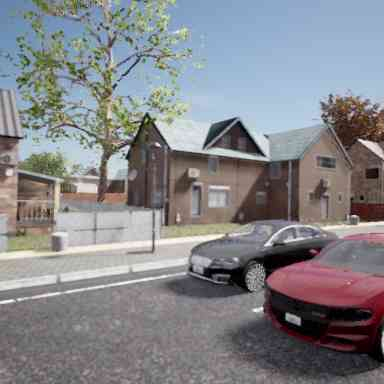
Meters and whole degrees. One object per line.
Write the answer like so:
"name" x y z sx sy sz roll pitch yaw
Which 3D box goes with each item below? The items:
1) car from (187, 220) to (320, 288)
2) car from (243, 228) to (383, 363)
"car" 2.151 1.559 9.165 4.902 1.511 2.128 1 0 -35
"car" 3.467 1.537 6.119 5.008 1.535 1.882 1 0 -35
